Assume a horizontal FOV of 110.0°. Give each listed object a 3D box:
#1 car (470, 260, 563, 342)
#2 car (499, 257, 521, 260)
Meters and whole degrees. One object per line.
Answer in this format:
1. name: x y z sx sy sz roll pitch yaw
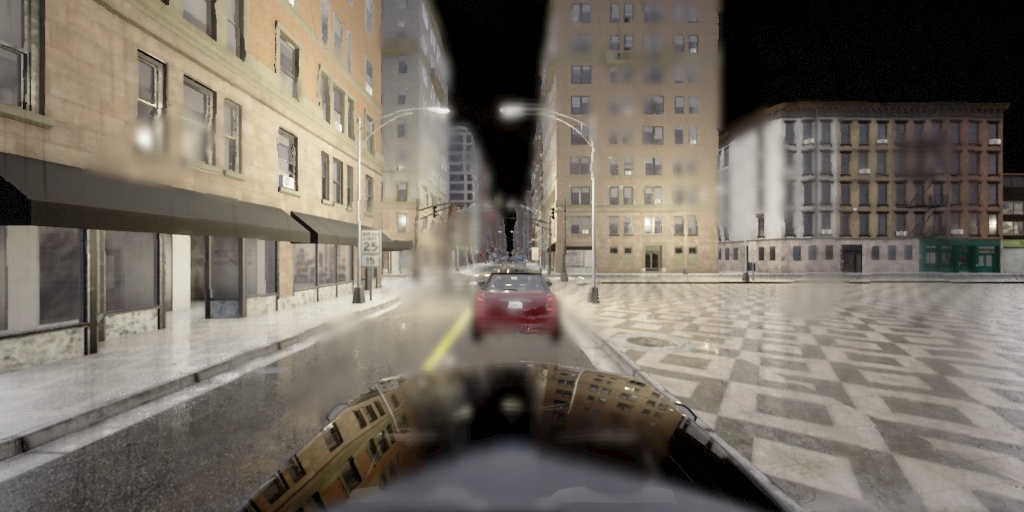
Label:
1. car: 0.104 1.111 9.958 2.097 1.767 4.553 0 0 0
2. car: 0.054 1.121 19.774 2.097 1.767 4.553 0 0 -1
